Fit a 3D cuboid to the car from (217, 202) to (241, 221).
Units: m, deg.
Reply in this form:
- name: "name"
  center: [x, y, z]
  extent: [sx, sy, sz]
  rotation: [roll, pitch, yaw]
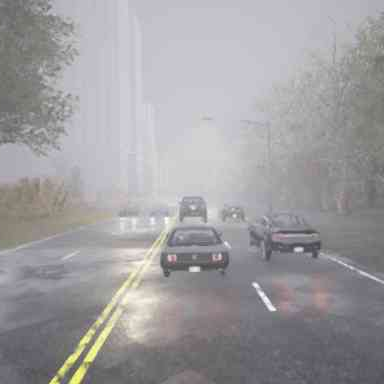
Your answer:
- name: "car"
  center: [3.321, 1.637, 28.350]
  extent: [1.837, 1.490, 4.892]
  rotation: [-1, -1, 0]

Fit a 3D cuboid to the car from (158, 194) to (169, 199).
- name: "car"
  center: [-6.603, 1.559, 77.760]
  extent: [2.150, 2.045, 5.566]
  rotation: [-1, 0, 0]

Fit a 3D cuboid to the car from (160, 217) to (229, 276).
- name: "car"
  center: [0.078, 1.776, 11.074]
  extent: [1.895, 1.301, 4.718]
  rotation: [-1, 0, 0]

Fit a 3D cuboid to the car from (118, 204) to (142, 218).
- name: "car"
  center: [-6.638, 1.983, 35.991]
  extent: [1.994, 1.385, 4.181]
  rotation: [-1, 0, 0]

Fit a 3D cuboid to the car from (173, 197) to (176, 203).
- name: "car"
  center: [-3.347, 1.784, 77.792]
  extent: [1.812, 1.442, 4.674]
  rotation: [-1, 0, 0]

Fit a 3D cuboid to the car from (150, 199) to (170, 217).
- name: "car"
  center: [-3.391, 1.870, 35.883]
  extent: [1.812, 1.442, 4.674]
  rotation: [-1, 0, 0]

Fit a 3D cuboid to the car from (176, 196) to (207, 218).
- name: "car"
  center: [0.081, 1.402, 27.106]
  extent: [2.150, 2.045, 5.566]
  rotation: [-1, -3, 0]

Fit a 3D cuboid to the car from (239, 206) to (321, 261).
- name: "car"
  center: [3.333, 1.565, 12.812]
  extent: [2.128, 1.511, 4.902]
  rotation: [-1, 1, 0]
